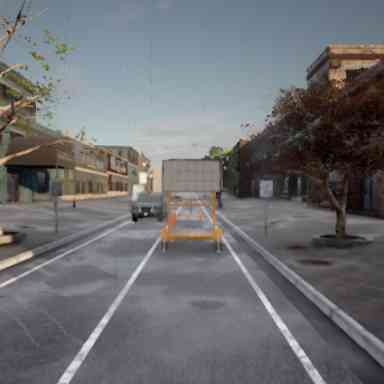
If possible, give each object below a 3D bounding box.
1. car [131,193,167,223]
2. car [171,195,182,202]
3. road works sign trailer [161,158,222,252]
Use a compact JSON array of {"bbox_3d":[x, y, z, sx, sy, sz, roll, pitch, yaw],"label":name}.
[{"bbox_3d":[-3.134,1.132,25.302,2.150,2.045,5.566,0,0,0],"label":"car"},{"bbox_3d":[-3.105,1.223,65.886,1.994,1.385,4.181,0,1,0],"label":"car"},{"bbox_3d":[-0.018,0.416,13.608,2.380,3.560,2.880,0,0,0],"label":"road works sign trailer"}]
